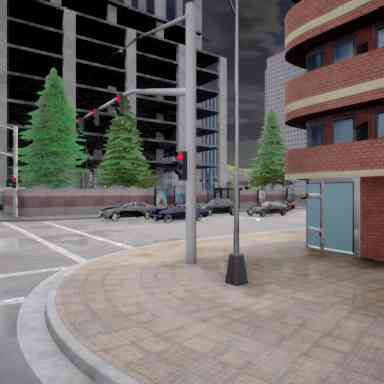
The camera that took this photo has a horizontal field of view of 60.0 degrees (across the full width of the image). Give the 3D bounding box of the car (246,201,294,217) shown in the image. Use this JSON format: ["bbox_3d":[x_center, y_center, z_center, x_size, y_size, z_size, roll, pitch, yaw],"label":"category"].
[{"bbox_3d":[7.370,1.581,32.252,4.674,1.442,1.812,0,0,-35],"label":"car"}]

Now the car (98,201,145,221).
[{"bbox_3d":[-5.279,1.547,27.618,4.902,1.511,2.128,0,0,-35],"label":"car"}]

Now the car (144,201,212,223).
[{"bbox_3d":[-1.018,1.656,26.340,4.718,1.301,1.895,0,0,-35],"label":"car"}]

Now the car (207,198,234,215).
[{"bbox_3d":[2.213,1.407,32.903,4.553,1.767,2.097,0,0,-35],"label":"car"}]
